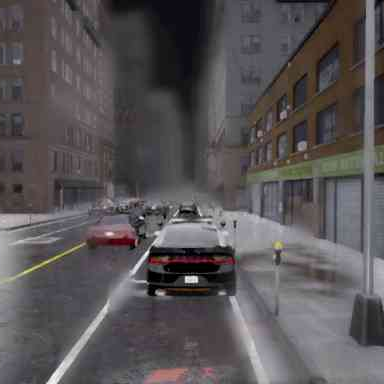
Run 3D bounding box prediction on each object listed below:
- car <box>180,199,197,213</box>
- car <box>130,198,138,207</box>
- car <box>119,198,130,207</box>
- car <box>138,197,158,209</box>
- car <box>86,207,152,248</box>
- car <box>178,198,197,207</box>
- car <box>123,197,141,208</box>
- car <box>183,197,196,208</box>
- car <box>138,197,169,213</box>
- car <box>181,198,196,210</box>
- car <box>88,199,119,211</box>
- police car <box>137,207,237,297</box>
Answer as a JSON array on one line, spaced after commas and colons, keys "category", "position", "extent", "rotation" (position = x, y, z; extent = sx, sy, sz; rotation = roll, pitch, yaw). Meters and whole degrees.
[{"category": "car", "position": [-0.393, 1.546, 38.589], "extent": [1.887, 1.381, 4.507], "rotation": [-1, 0, 0]}, {"category": "car", "position": [-8.918, 1.554, 44.094], "extent": [2.008, 1.369, 4.403], "rotation": [-1, 0, 0]}, {"category": "car", "position": [-8.918, 1.567, 38.589], "extent": [1.947, 1.339, 4.313], "rotation": [-1, 0, 0]}, {"category": "car", "position": [-6.149, 1.497, 46.801], "extent": [2.128, 1.511, 4.902], "rotation": [0, 0, 0]}, {"category": "car", "position": [-3.141, 1.562, 14.661], "extent": [1.994, 1.385, 4.181], "rotation": [0, 0, 0]}, {"category": "car", "position": [-0.393, 1.565, 33.084], "extent": [1.947, 1.339, 4.313], "rotation": [-1, 0, 0]}, {"category": "car", "position": [-8.919, 1.550, 49.600], "extent": [1.887, 1.381, 4.507], "rotation": [-1, 0, 0]}, {"category": "car", "position": [-0.394, 1.550, 49.600], "extent": [1.887, 1.381, 4.507], "rotation": [-1, 0, 0]}, {"category": "car", "position": [-3.144, 1.349, 29.427], "extent": [2.097, 1.767, 4.553], "rotation": [0, 0, 0]}, {"category": "car", "position": [-0.393, 1.548, 44.094], "extent": [1.887, 1.381, 4.507], "rotation": [-1, 0, 0]}, {"category": "car", "position": [-8.920, 1.440, 33.084], "extent": [1.967, 1.590, 4.097], "rotation": [-1, 0, 0]}, {"category": "police car", "position": [-0.011, 1.423, 8.761], "extent": [1.930, 1.638, 5.238], "rotation": [0, 0, 0]}]
